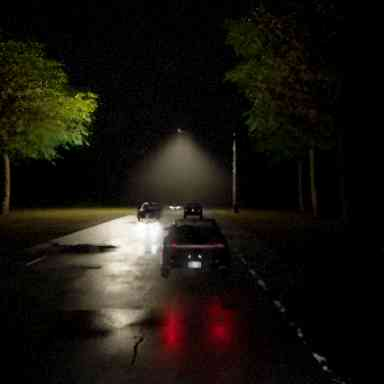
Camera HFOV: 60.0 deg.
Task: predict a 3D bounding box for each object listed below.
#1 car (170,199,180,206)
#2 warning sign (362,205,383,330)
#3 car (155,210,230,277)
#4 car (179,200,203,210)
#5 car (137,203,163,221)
[{"bbox_3d":[-3.505,2.254,69.525,2.128,1.511,4.902,0,-1,0],"label":"car"},{"bbox_3d":[3.539,1.142,5.079,1.300,1.860,1.060,-1,-1,0],"label":"warning sign"},{"bbox_3d":[0.080,1.554,10.463,2.128,1.511,4.902,0,0,0],"label":"car"},{"bbox_3d":[0.095,1.780,33.211,2.033,1.411,5.357,0,-1,0],"label":"car"},{"bbox_3d":[-3.602,1.688,29.227,2.128,1.511,4.902,0,0,0],"label":"car"}]
